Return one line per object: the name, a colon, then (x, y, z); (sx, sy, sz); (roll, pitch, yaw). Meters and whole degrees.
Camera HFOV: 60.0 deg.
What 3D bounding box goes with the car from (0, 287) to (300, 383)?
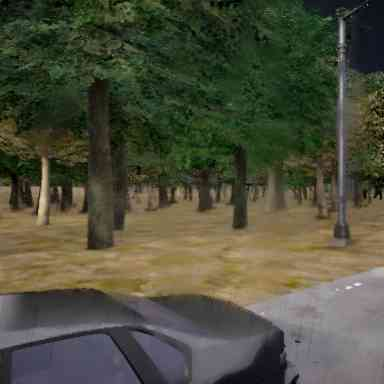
car: (-1.538, 1.543, 2.258); (5.357, 1.411, 2.033); (0, 0, -36)
